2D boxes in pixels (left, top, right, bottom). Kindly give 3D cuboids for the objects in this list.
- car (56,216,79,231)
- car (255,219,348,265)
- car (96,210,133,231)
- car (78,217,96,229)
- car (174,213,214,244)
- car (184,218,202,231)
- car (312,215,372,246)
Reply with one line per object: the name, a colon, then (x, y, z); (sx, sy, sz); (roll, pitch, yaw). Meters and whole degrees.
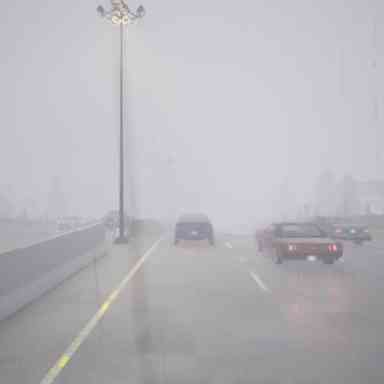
car: (-14.087, 3.617, 38.956); (2.097, 1.767, 4.553); (0, -6, 0)
car: (3.599, 1.766, 12.204); (1.895, 1.301, 4.718); (0, -2, 0)
car: (-7.095, 2.688, 31.841); (2.150, 2.045, 5.566); (0, -6, 0)
car: (-10.591, 3.632, 36.899); (1.895, 1.301, 4.718); (0, -7, 0)
car: (0.097, 1.862, 17.768); (1.882, 1.535, 5.008); (0, -3, 0)
car: (0.095, 3.709, 37.933); (1.994, 1.385, 4.181); (0, -7, 0)
car: (7.097, 1.904, 17.175); (2.033, 1.411, 5.357); (0, -3, 0)
